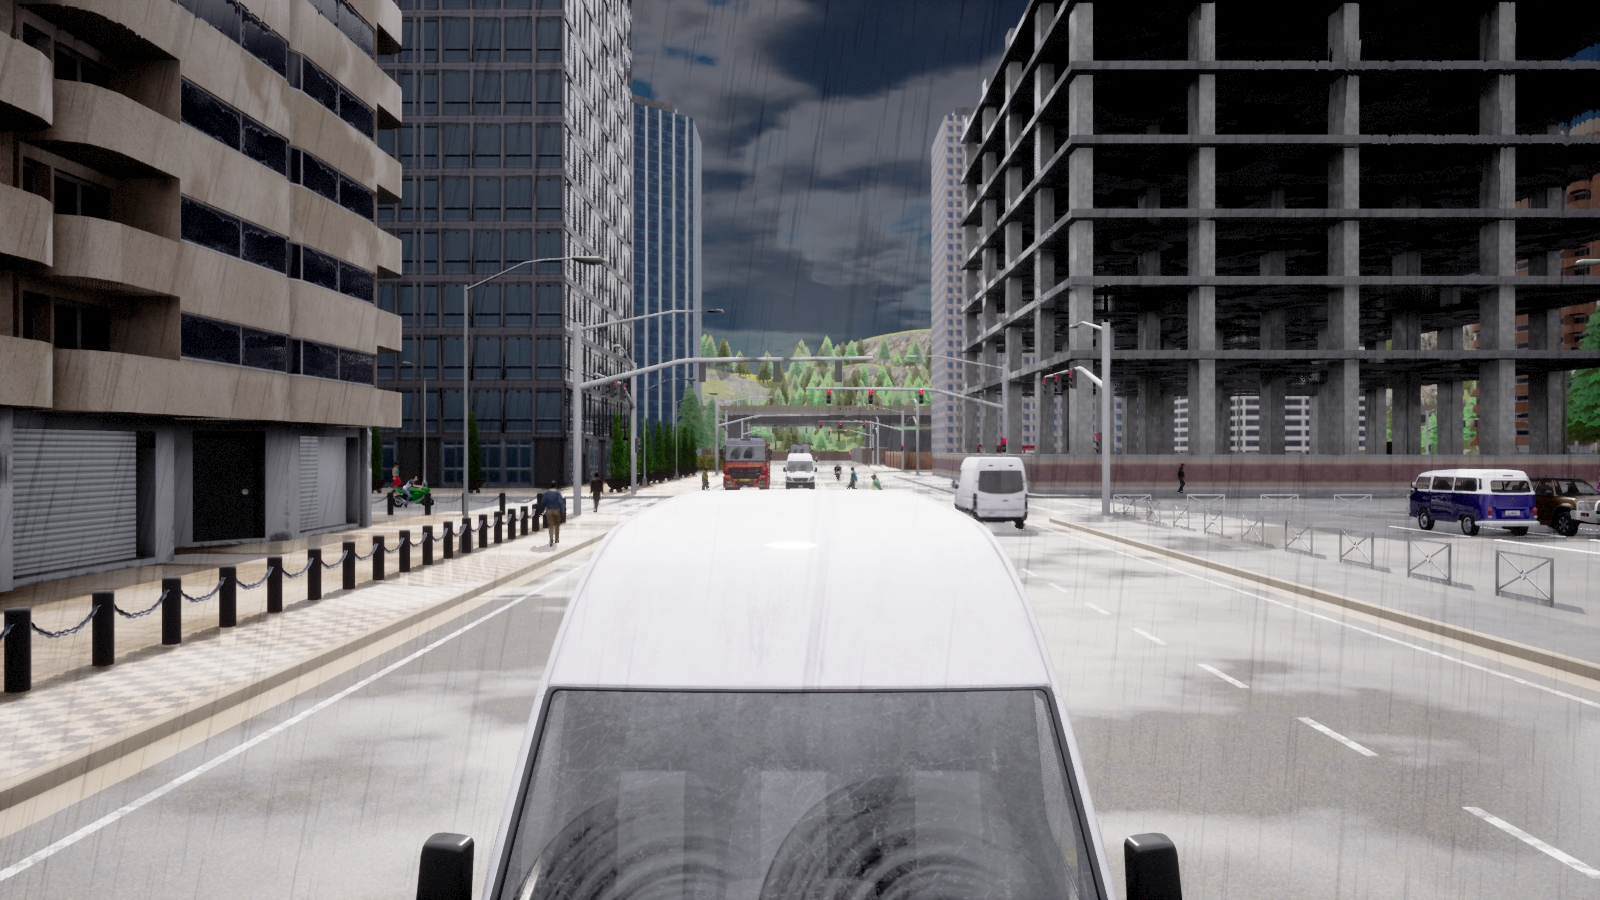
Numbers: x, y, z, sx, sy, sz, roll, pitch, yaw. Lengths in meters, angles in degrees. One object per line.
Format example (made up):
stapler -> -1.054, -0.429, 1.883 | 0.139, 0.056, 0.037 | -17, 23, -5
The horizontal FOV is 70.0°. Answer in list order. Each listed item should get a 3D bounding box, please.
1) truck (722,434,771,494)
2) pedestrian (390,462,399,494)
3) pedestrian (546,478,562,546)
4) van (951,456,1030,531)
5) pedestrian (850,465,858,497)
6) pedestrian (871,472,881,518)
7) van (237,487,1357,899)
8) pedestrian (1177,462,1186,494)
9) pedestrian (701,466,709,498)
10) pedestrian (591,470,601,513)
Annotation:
truck -> -3.496, 0.891, 77.013 | 2.891, 3.827, 8.468 | 0, 0, 0
pedestrian -> -23.654, 1.641, 66.671 | 0.375, 1.860, 0.375 | 0, 0, 11
pedestrian -> -6.773, 1.697, 31.435 | 0.375, 1.860, 0.375 | 0, 0, -3
van -> 6.986, 1.535, 42.572 | 1.988, 2.561, 5.915 | 0, 0, 0
pedestrian -> 3.217, 1.849, 68.076 | 0.375, 1.860, 0.375 | 0, 0, -8
pedestrian -> 3.102, 1.835, 46.656 | 0.375, 1.860, 0.375 | 0, 0, -1
van -> -0.002, 1.534, 4.985 | 1.988, 2.561, 5.915 | 0, 0, 0
pedestrian -> 22.203, 1.641, 66.512 | 0.375, 1.860, 0.375 | 0, 0, -1
pedestrian -> -5.554, 1.848, 66.969 | 0.375, 1.860, 0.375 | 0, 0, 15
pedestrian -> -8.881, 1.808, 49.746 | 0.375, 1.860, 0.375 | 0, 0, -8
